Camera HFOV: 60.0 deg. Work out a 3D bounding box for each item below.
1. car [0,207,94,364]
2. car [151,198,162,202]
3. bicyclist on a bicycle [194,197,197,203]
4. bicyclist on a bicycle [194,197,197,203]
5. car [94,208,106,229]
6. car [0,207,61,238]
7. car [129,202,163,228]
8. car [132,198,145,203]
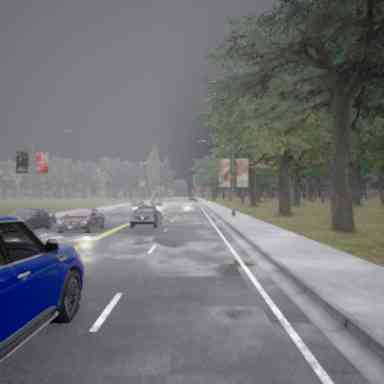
[{"bbox_3d":[-3.159,1.247,4.092,2.150,2.045,5.566,0,-1,0],"label":"car"},{"bbox_3d":[-6.562,1.947,61.560,2.128,1.511,4.902,0,0,1],"label":"car"},{"bbox_3d":[0.849,2.073,84.012,0.866,1.612,1.509,0,0,0],"label":"bicyclist on a bicycle"},{"bbox_3d":[0.854,1.999,75.012,0.866,1.612,1.509,0,0,0],"label":"bicyclist on a bicycle"},{"bbox_3d":[-6.607,1.667,20.370,1.812,1.442,4.674,0,0,0],"label":"car"},{"bbox_3d":[-9.859,1.684,19.840,2.033,1.411,5.357,0,0,0],"label":"car"},{"bbox_3d":[-3.162,1.712,23.656,2.033,1.411,5.357,0,0,0],"label":"car"},{"bbox_3d":[-9.813,1.943,61.141,2.128,1.511,4.902,0,0,1],"label":"car"}]
